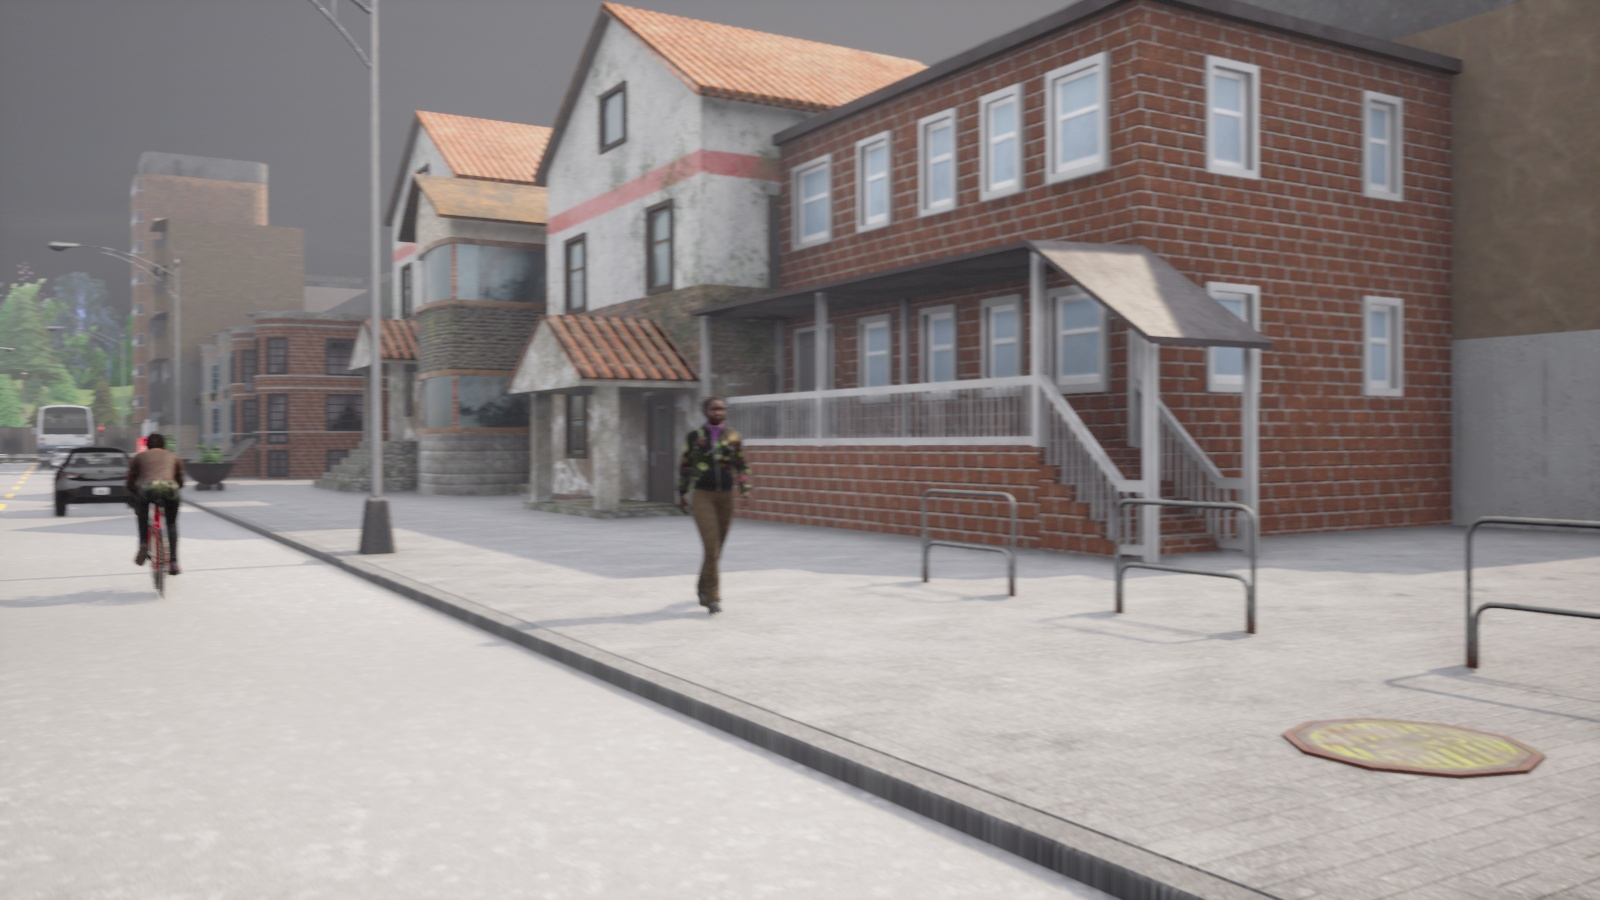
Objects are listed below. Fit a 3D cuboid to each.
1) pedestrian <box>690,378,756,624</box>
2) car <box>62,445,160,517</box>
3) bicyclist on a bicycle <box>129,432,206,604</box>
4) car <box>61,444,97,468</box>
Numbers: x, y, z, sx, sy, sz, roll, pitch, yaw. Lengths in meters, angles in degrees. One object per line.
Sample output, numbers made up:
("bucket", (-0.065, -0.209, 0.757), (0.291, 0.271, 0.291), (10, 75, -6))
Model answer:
("pedestrian", (-0.634, 0.398, 10.230), (0.395, 1.930, 0.692), (0, 0, -16))
("car", (-15.662, 0.639, 28.458), (1.816, 1.474, 4.193), (0, 0, -30))
("bicyclist on a bicycle", (-6.423, 0.643, 12.715), (0.582, 1.620, 1.656), (0, 0, -30))
("car", (-46.608, 0.372, 81.142), (1.970, 1.475, 3.806), (0, 0, -31))
